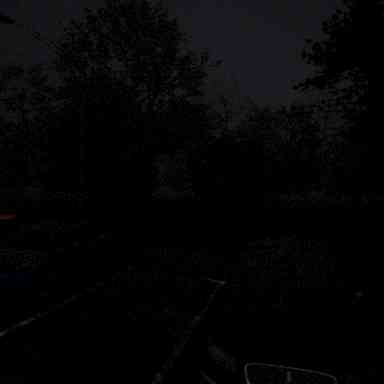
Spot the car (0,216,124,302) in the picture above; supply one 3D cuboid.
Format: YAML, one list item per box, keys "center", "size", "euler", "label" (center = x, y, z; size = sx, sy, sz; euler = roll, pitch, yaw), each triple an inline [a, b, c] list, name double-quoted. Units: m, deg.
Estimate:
- center: [-3.444, 1.469, 8.472]
  size: [2.163, 1.488, 4.792]
  euler: [1, 0, 15]
  label: "car"

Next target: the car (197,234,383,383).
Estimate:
- center: [1.434, 1.477, 5.091]
  size: [2.231, 1.521, 4.892]
  euler: [1, 0, 15]
  label: "car"

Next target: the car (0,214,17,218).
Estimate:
- center: [-5.881, 1.423, 10.192]
  size: [2.097, 1.535, 5.008]
  euler: [0, -1, 14]
  label: "car"
